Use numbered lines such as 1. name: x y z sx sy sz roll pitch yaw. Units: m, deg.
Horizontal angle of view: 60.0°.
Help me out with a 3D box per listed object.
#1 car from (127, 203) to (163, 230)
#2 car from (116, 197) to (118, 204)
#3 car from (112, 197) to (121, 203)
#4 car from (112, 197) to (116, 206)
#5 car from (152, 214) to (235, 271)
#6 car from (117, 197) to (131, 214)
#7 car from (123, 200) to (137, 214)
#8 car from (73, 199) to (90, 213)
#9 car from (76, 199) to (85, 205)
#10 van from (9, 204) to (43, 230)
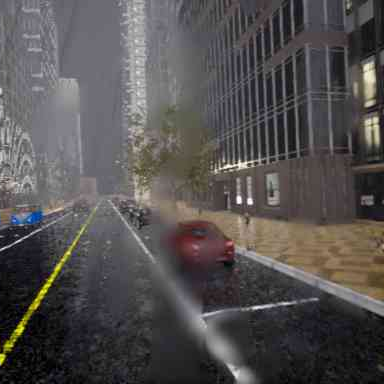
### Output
1. car: -2.836 1.603 21.663 2.008 1.369 4.403 -3 0 -15
2. car: -8.603 1.648 43.691 1.967 1.590 4.097 -2 0 -15
3. car: -18.681 2.014 82.241 1.947 1.339 4.313 -2 0 -15
4. car: -14.360 1.896 65.720 1.887 1.381 4.507 -2 0 -15
5. car: 0.045 1.546 10.649 1.802 1.307 4.206 -3 0 -15
6. car: -7.162 1.610 38.184 1.967 1.590 4.097 -2 0 -15
7. car: -4.277 1.644 27.170 2.008 1.369 4.403 -3 0 -15
8. car: -14.494 2.029 43.765 1.994 1.385 4.181 -3 0 -15
9. car: -26.781 2.395 80.127 1.802 1.307 4.206 -2 0 -15
10. van: -12.386 1.799 25.052 1.690 1.788 3.998 -3 0 -15
